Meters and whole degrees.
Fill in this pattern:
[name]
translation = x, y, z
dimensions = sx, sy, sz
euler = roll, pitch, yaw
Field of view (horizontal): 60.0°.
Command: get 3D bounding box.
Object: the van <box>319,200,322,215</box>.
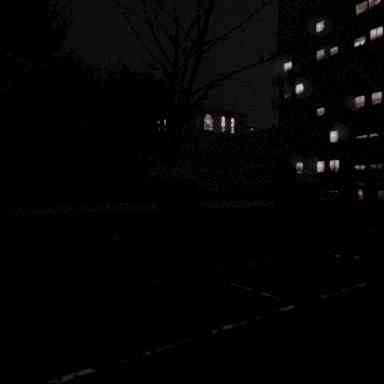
[van]
translation = 10.720, 1.626, 32.750
dimensions = 1.690, 1.788, 3.998
euler = -1, 0, -36
